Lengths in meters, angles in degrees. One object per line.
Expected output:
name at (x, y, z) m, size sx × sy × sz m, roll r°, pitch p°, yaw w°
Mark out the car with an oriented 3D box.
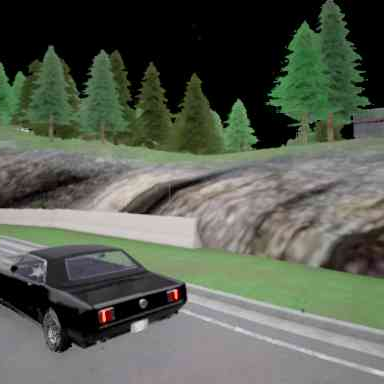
car at (-2.378, 1.673, 6.350) m, size 4.718 × 1.301 × 1.895 m, roll 0°, pitch -1°, yaw 43°
